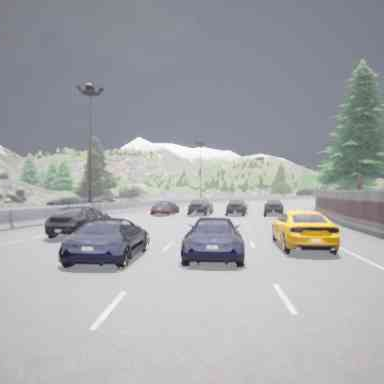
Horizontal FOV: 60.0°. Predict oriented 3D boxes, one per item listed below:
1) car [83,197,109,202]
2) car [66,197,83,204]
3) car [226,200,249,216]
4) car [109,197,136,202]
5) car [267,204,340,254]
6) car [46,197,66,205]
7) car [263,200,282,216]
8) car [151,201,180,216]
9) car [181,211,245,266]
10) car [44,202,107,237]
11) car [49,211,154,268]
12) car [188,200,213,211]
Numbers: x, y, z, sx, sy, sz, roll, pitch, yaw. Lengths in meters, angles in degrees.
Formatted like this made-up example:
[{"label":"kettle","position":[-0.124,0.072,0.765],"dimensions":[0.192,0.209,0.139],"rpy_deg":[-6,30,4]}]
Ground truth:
[{"label":"car","position":[-13.081,1.487,48.155],"dimensions":[1.837,1.490,4.892],"rpy_deg":[0,0,19]},{"label":"car","position":[-16.254,1.539,49.674],"dimensions":[1.994,1.385,4.181],"rpy_deg":[0,0,19]},{"label":"car","position":[4.526,1.537,33.057],"dimensions":[1.837,1.490,4.892],"rpy_deg":[0,0,14]},{"label":"car","position":[-9.521,1.520,47.783],"dimensions":[1.812,1.442,4.674],"rpy_deg":[0,0,19]},{"label":"car","position":[4.486,1.500,13.718],"dimensions":[1.882,1.535,5.008],"rpy_deg":[0,0,6]},{"label":"car","position":[-19.661,1.511,50.618],"dimensions":[2.033,1.411,5.357],"rpy_deg":[0,0,19]},{"label":"car","position":[8.152,1.549,33.094],"dimensions":[1.837,1.490,4.892],"rpy_deg":[0,0,15]},{"label":"car","position":[-2.605,1.574,33.369],"dimensions":[1.994,1.385,4.181],"rpy_deg":[0,0,14]},{"label":"car","position":[0.762,1.573,11.641],"dimensions":[1.994,1.385,4.181],"rpy_deg":[0,0,5]},{"label":"car","position":[-5.666,1.496,17.170],"dimensions":[1.837,1.490,4.892],"rpy_deg":[0,0,7]},{"label":"car","position":[-2.778,1.561,11.319],"dimensions":[1.994,1.385,4.181],"rpy_deg":[0,0,4]},{"label":"car","position":[0.904,1.526,33.024],"dimensions":[1.837,1.490,4.892],"rpy_deg":[0,0,14]}]
